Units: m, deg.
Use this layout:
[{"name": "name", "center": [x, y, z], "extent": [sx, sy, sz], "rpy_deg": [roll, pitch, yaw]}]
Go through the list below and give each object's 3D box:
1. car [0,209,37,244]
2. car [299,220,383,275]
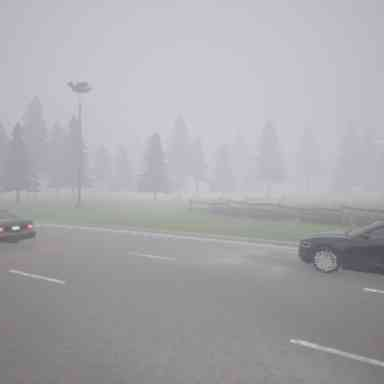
[{"name": "car", "center": [-8.416, 1.267, 12.699], "extent": [5.357, 1.411, 2.033], "rpy_deg": [1, 1, 25]}, {"name": "car", "center": [5.357, 1.435, 8.581], "extent": [5.008, 1.535, 1.882], "rpy_deg": [1, 1, 34]}]
